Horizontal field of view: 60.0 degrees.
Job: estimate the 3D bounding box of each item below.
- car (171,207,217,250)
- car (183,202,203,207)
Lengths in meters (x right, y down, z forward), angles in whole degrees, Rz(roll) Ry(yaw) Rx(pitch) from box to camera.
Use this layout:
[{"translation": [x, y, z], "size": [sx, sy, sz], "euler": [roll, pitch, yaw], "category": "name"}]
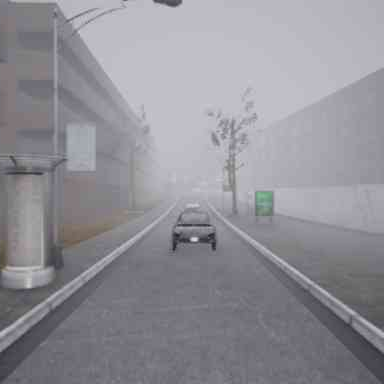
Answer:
[{"translation": [0.093, 1.623, 15.058], "size": [2.128, 1.511, 4.902], "euler": [0, -1, 0], "category": "car"}, {"translation": [0.085, 1.743, 32.820], "size": [1.812, 1.442, 4.674], "euler": [0, 0, 0], "category": "car"}]
